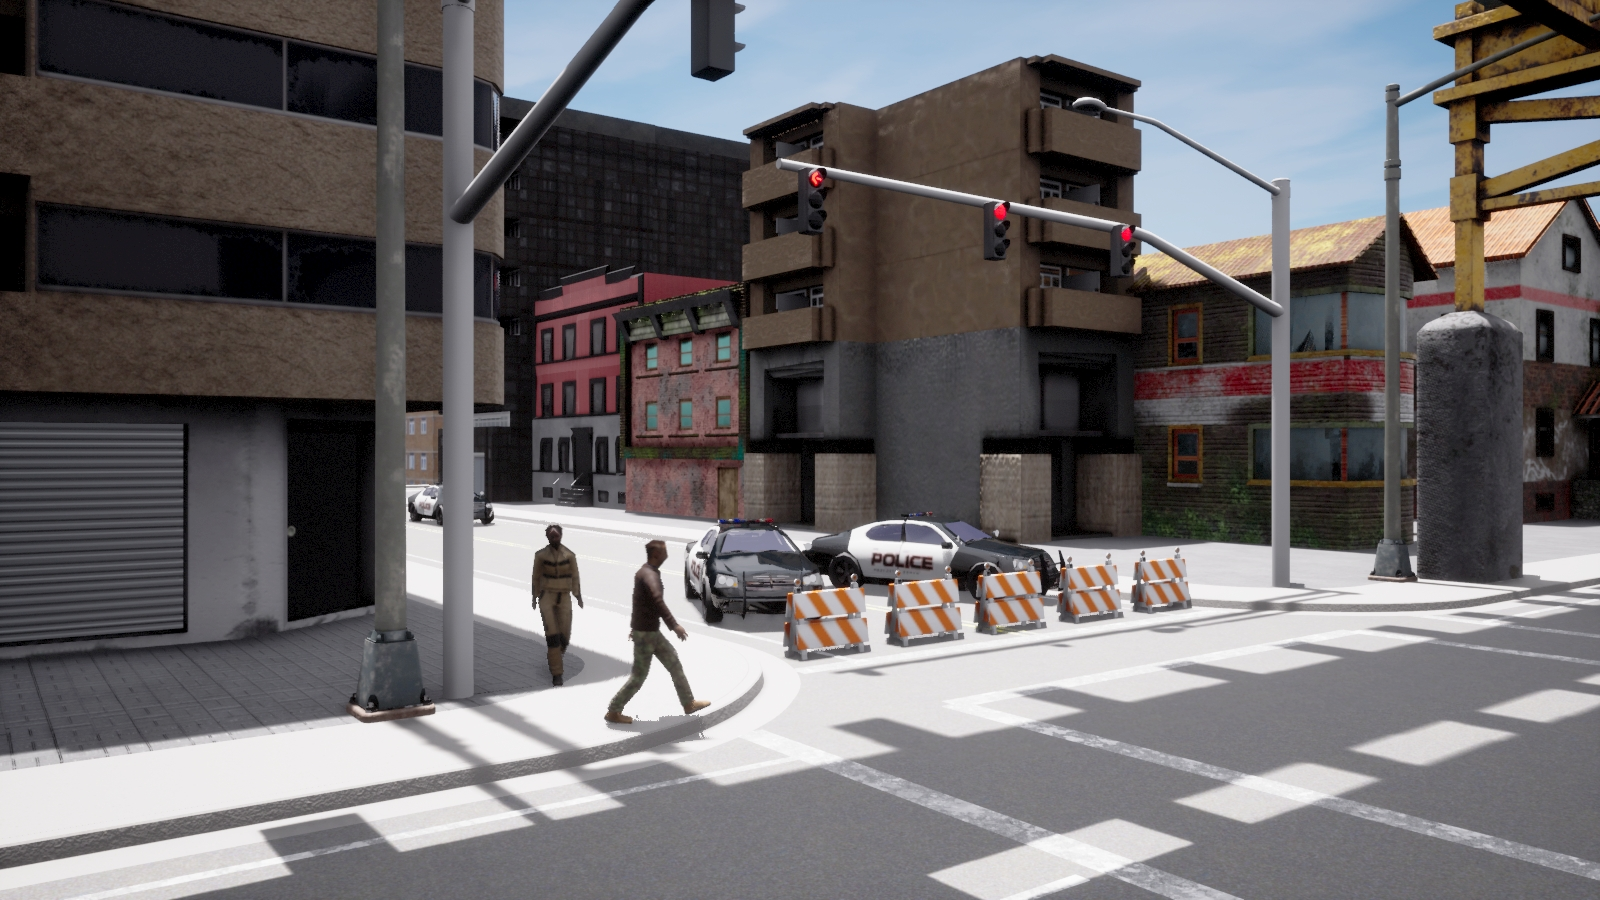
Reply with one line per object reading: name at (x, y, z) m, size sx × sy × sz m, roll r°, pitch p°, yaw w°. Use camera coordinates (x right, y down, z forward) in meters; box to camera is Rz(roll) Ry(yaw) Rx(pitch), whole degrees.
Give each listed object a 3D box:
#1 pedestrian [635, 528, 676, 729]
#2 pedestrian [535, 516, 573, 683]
pedestrian at (-1.390, 1.696, 10.991) m, size 0.375 × 1.860 × 0.375 m, roll 0°, pitch 0°, yaw -10°
pedestrian at (-2.836, 1.701, 13.161) m, size 0.375 × 1.860 × 0.375 m, roll 0°, pitch 0°, yaw -21°
